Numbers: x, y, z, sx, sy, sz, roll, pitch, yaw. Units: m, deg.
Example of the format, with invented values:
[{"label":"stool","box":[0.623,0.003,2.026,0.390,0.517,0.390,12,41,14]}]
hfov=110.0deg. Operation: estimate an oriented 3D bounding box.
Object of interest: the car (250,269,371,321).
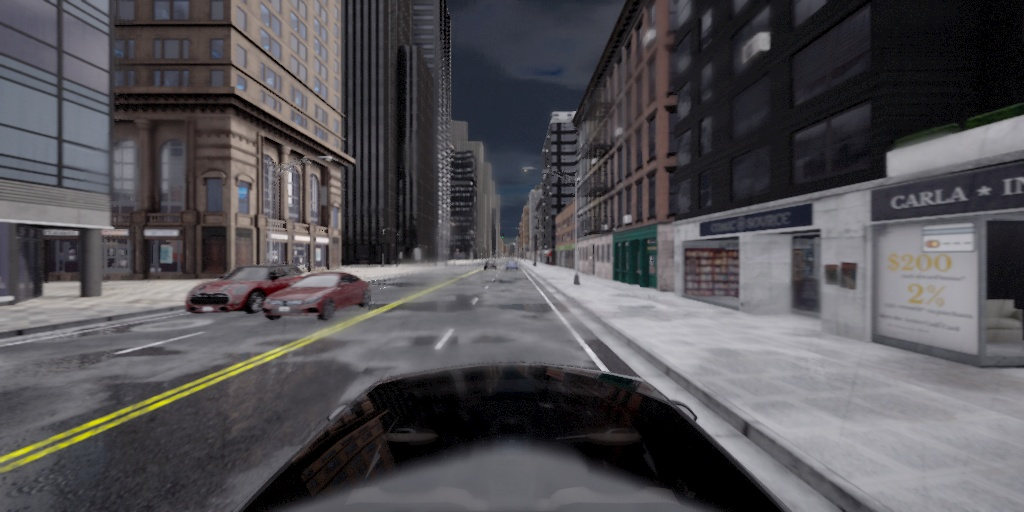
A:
[{"label":"car","box":[-6.567,1.289,12.695,1.812,1.442,4.674,0,0,0]}]

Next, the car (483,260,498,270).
[{"label":"car","box":[-3.246,1.337,54.401,1.812,1.442,4.674,0,0,0]}]

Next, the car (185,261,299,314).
[{"label":"car","box":[-9.809,1.115,13.816,2.097,1.767,4.553,0,0,0]}]

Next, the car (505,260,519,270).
[{"label":"car","box":[0.004,1.358,54.314,2.033,1.411,5.357,0,0,0]}]
